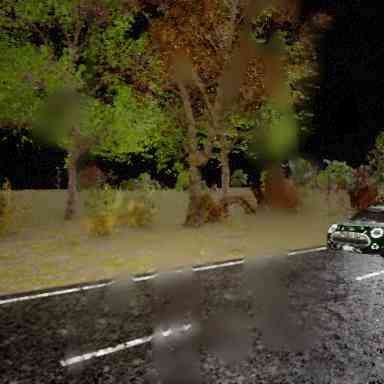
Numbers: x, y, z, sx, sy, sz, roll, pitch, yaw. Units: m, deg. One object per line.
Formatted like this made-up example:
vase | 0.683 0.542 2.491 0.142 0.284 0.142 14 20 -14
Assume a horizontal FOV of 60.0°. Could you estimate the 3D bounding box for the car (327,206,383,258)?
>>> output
car | 7.212 1.348 12.751 4.553 1.767 2.097 0 0 -35
